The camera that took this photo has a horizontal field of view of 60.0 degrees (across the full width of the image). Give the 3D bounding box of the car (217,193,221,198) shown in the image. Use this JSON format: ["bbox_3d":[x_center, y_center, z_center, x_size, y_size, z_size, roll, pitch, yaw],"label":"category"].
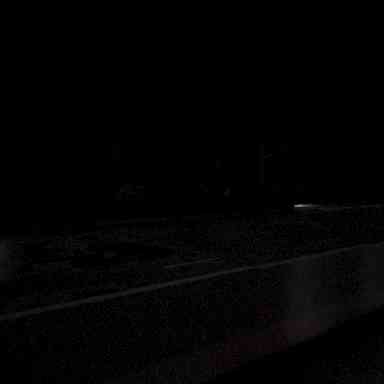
[{"bbox_3d":[5.427,0.876,70.310,1.994,1.385,4.181,-1,1,-6],"label":"car"}]

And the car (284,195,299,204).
[{"bbox_3d":[12.062,1.034,46.021,2.033,1.411,5.357,-1,1,-35],"label":"car"}]

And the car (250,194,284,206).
[{"bbox_3d":[9.067,1.086,44.196,2.033,1.411,5.357,-1,1,-35],"label":"car"}]
